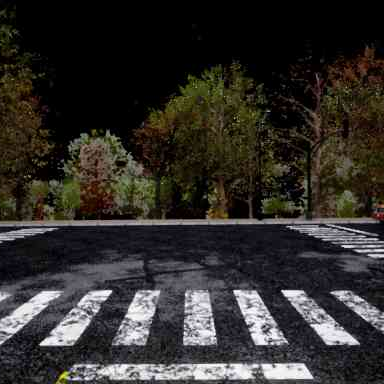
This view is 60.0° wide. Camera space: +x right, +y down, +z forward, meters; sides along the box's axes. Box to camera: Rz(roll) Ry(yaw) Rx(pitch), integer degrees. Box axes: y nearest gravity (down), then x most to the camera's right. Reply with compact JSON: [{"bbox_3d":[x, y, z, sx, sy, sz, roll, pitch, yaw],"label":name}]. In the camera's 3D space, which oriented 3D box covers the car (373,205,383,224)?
[{"bbox_3d":[14.633,1.126,21.157,5.566,2.045,2.150,-1,-1,1],"label":"car"}]
